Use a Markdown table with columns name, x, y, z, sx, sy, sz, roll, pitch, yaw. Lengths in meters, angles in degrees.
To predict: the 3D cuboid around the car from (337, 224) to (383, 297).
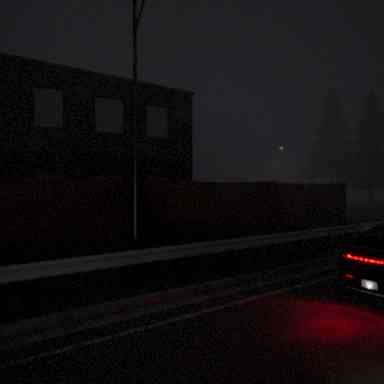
| name | x | y | z | sx | sy | sz | roll | pitch | yaw |
| --- | --- | --- | --- | --- | --- | --- | --- | --- | --- |
| car | 5.264 | 1.451 | 7.546 | 4.892 | 1.490 | 1.837 | 0 | 0 | -35 |
